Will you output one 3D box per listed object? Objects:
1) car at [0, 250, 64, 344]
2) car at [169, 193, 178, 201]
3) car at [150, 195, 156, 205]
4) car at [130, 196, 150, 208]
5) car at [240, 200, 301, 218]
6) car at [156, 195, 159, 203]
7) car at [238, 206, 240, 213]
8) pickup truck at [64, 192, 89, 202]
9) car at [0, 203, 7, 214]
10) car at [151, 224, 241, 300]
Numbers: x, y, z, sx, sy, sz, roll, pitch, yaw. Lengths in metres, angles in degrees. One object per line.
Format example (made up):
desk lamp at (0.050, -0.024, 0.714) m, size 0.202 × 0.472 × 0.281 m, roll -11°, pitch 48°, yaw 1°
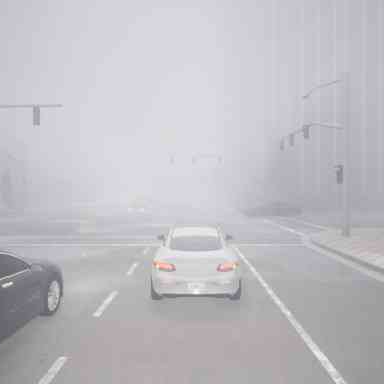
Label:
car at (-3.434, 1.505, 4.603) m, size 1.837 × 1.490 × 4.892 m, roll 0°, pitch 0°, yaw 1°
car at (-4.703, 1.225, 84.201) m, size 2.150 × 2.045 × 5.566 m, roll 0°, pitch 0°, yaw -1°
car at (-7.920, 1.505, 57.972) m, size 1.837 × 1.490 × 4.892 m, roll 0°, pitch 0°, yaw -1°
car at (-7.796, 1.478, 48.718) m, size 1.882 × 1.535 × 5.008 m, roll 0°, pitch 0°, yaw -1°
car at (6.974, 1.505, 29.008) m, size 4.892 × 1.490 × 1.837 m, roll 0°, pitch 0°, yaw 0°
car at (-7.994, 1.352, 68.154) m, size 2.097 × 1.767 × 4.553 m, roll 0°, pitch 0°, yaw 0°
car at (6.947, 1.492, 32.508) m, size 4.902 × 1.511 × 2.128 m, roll 0°, pitch 0°, yaw 0°
pickup truck at (-24.637, 1.059, 70.312) m, size 2.390 × 2.098 × 6.274 m, roll 0°, pitch 0°, yaw 30°
car at (-20.497, 1.525, 32.311) m, size 4.674 × 1.442 × 1.812 m, roll 0°, pitch 0°, yaw 0°
car at (0.080, 1.526, 8.252) m, size 1.812 × 1.442 × 4.674 m, roll 0°, pitch 0°, yaw 0°
